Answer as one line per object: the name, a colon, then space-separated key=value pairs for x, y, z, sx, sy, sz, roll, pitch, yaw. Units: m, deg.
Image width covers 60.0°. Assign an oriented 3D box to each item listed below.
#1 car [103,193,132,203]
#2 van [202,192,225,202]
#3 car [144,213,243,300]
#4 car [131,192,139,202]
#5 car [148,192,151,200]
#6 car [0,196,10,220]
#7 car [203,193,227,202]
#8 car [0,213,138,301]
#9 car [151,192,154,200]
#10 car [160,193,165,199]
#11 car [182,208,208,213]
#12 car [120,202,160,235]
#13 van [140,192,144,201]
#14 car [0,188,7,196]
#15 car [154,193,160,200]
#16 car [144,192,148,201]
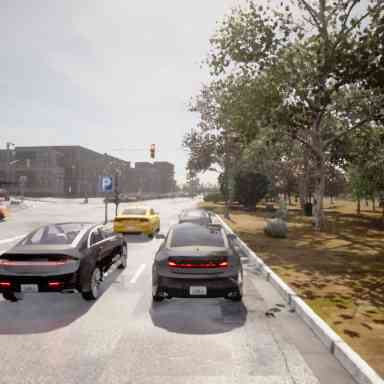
car: x=-14.433 y=1.357 z=63.243 sx=4.792 sy=1.488 sz=2.163 roll=-1 pitch=0 yaw=-15
van: x=4.295 y=1.041 z=65.835 sx=4.442 sy=1.987 sz=1.878 roll=1 pitch=0 yaw=-14
car: x=0.110 y=1.514 z=8.359 sx=1.837 sy=1.490 sz=4.892 roll=0 pitch=0 yaw=0
car: x=-13.788 y=1.314 z=66.235 sx=5.366 sy=1.575 sz=1.946 roll=-1 pitch=0 yaw=-15
car: x=-12.626 y=1.358 z=78.193 sx=4.674 sy=1.452 sz=2.002 roll=-1 pitch=0 yaw=-13
car: x=-16.622 y=1.403 z=25.437 sx=4.553 sy=1.767 sz=2.185 roll=-1 pitch=0 yaw=-19
car: x=4.679 y=1.140 z=68.804 sx=4.553 sy=1.767 sz=2.185 roll=1 pitch=0 yaw=-14
car: x=-2.890 y=1.501 z=8.345 sx=2.128 sy=1.511 sz=4.902 roll=0 pitch=0 yaw=0
car: x=-12.254 y=1.357 z=81.195 sx=4.674 sy=1.452 sz=2.002 roll=-1 pitch=0 yaw=-13
car: x=-10.987 y=1.063 z=90.183 sx=5.566 sy=2.045 sz=2.435 roll=-1 pitch=0 yaw=-12
car: x=0.159 y=1.571 z=18.061 sx=2.033 sy=1.411 sz=5.357 roll=0 pitch=0 yaw=1
car: x=-2.839 y=1.502 z=17.836 sx=1.882 sy=1.535 sz=5.008 roll=0 pitch=0 yaw=0
van: x=-13.228 y=1.092 z=72.227 sx=4.442 sy=1.987 sz=1.878 roll=-1 pitch=0 yaw=-14
car: x=-31.155 y=0.136 z=54.114 sx=2.002 sy=1.452 sz=4.674 roll=6 pitch=-3 yaw=-19
car: x=-11.438 y=1.356 z=87.177 sx=4.674 sy=1.452 sz=2.002 roll=-1 pitch=0 yaw=-12
car: x=-13.000 y=1.320 z=75.198 sx=4.892 sy=1.521 sz=2.231 roll=-1 pitch=0 yaw=-14
